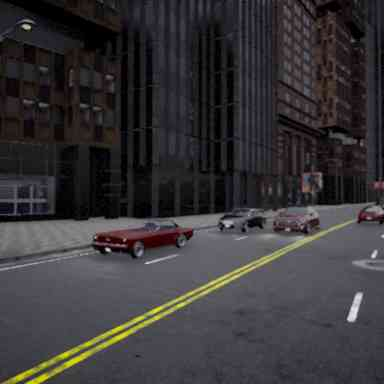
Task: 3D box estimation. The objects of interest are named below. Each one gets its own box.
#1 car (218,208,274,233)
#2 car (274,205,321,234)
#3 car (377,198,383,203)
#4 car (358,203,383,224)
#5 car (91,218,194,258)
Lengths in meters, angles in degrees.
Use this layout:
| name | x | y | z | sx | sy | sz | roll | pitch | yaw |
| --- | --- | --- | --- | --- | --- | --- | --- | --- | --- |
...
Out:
| name | x | y | z | sx | sy | sz | roll | pitch | yaw |
| --- | --- | --- | --- | --- | --- | --- | --- | --- | --- |
| car | 3.529 | 1.833 | 22.541 | 2.128 | 1.511 | 4.902 | -1 | -1 | 33 |
| car | 6.941 | 1.696 | 21.755 | 2.097 | 1.767 | 4.553 | -1 | -1 | 33 |
| car | 23.097 | 1.740 | 39.229 | 2.150 | 2.045 | 5.566 | -1 | -1 | 37 |
| car | 15.498 | 1.927 | 28.509 | 1.812 | 1.442 | 4.674 | -1 | -1 | 35 |
| car | -1.883 | 1.819 | 13.964 | 1.895 | 1.301 | 4.718 | -1 | -1 | 32 |
